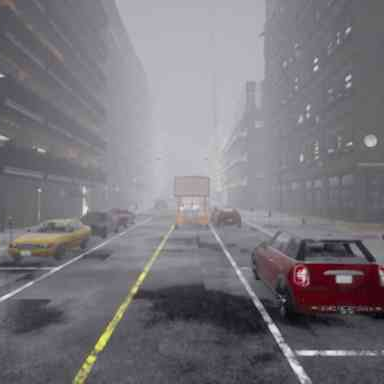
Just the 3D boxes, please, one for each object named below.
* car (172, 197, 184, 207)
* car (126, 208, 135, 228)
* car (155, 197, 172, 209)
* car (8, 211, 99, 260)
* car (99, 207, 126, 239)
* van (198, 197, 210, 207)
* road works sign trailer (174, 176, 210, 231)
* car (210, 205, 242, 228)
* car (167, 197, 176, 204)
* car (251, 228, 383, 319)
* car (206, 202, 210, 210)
[{"bbox_3d":[-2.777,1.917,64.540,2.150,2.045,5.566,0,-1,1],"label":"car"},{"bbox_3d":[-5.309,1.811,24.555,1.887,1.381,4.507,1,-1,0],"label":"car"},{"bbox_3d":[-5.310,1.947,58.581,2.192,1.841,5.009,1,-1,0],"label":"car"},{"bbox_3d":[-5.307,1.668,13.044,1.752,1.417,4.829,1,-1,0],"label":"car"},{"bbox_3d":[-5.308,1.771,18.884,1.947,1.339,4.313,1,-1,0],"label":"car"},{"bbox_3d":[2.569,2.034,64.282,1.690,1.788,3.998,1,-1,0],"label":"van"},{"bbox_3d":[0.002,0.708,22.444,2.380,3.560,2.880,0,-1,0],"label":"road works sign trailer"},{"bbox_3d":[2.572,1.811,24.586,1.887,1.381,4.507,1,-1,0],"label":"car"},{"bbox_3d":[-5.313,2.252,86.933,2.192,1.841,5.009,1,-1,0],"label":"car"},{"bbox_3d":[2.575,1.523,7.575,1.967,1.590,4.097,1,-1,0],"label":"car"},{"bbox_3d":[2.571,1.878,30.256,2.008,1.369,4.403,1,-1,0],"label":"car"}]
